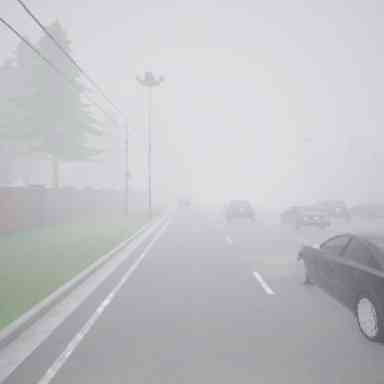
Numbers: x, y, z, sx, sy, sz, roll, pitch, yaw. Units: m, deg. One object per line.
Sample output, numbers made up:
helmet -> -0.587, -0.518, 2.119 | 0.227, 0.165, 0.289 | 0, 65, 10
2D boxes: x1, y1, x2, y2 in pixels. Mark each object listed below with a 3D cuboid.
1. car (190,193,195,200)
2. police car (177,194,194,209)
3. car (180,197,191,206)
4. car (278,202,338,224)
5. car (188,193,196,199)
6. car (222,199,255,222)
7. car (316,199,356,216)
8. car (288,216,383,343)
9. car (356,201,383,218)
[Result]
car -> -1.048, 1.362, 61.173 | 2.097, 1.767, 4.553 | 0, 0, 0
police car -> -1.048, 1.434, 45.313 | 1.930, 1.638, 5.238 | 0, 0, 0
car -> -1.048, 1.536, 55.203 | 1.812, 1.442, 4.674 | 0, 0, 0
car -> 7.085, 1.552, 21.466 | 2.033, 1.411, 5.357 | 0, 0, 0
car -> 0.006, 1.187, 95.316 | 2.097, 1.767, 4.553 | 0, 0, 0
car -> 3.593, 1.357, 26.265 | 2.097, 1.767, 4.553 | 0, 0, 0
car -> 10.593, 1.357, 26.262 | 2.097, 1.767, 4.553 | 0, 0, 0
car -> 3.581, 1.479, 6.440 | 1.882, 1.535, 5.008 | 0, 0, 0
car -> 14.094, 1.496, 26.543 | 2.128, 1.511, 4.902 | 0, 0, 0
